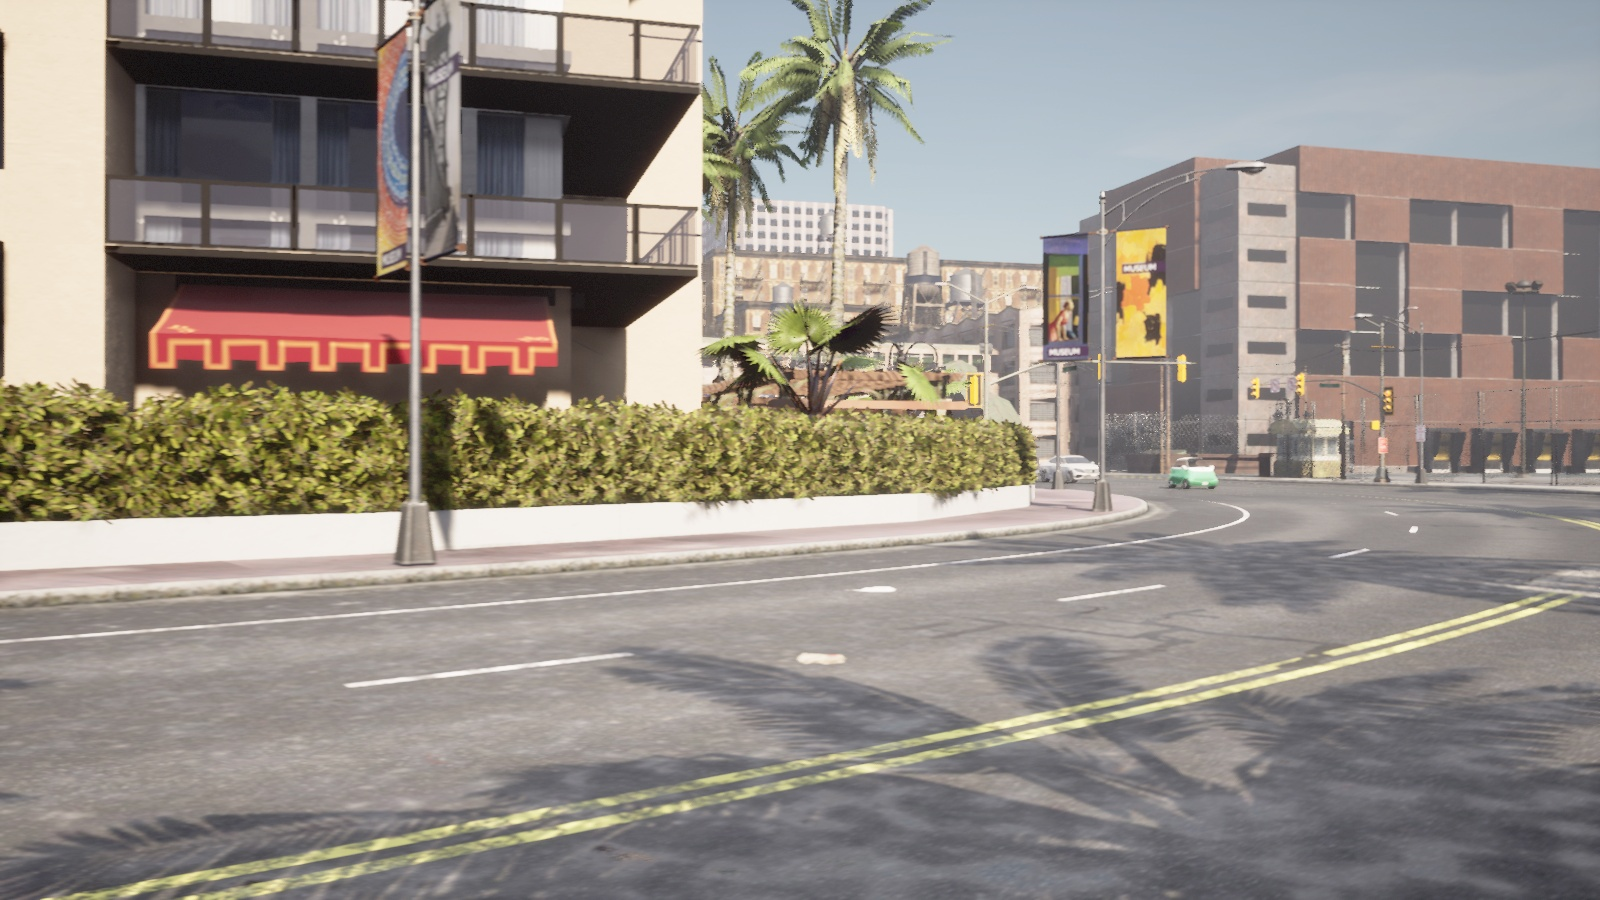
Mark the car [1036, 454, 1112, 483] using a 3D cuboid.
[{"bbox_3d":[13.959,0.923,64.271,1.812,1.442,4.674,0,0,-15],"label":"car"}]

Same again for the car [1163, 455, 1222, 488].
[{"bbox_3d":[16.775,0.915,53.712,1.481,1.376,2.207,0,-1,-14],"label":"car"}]
